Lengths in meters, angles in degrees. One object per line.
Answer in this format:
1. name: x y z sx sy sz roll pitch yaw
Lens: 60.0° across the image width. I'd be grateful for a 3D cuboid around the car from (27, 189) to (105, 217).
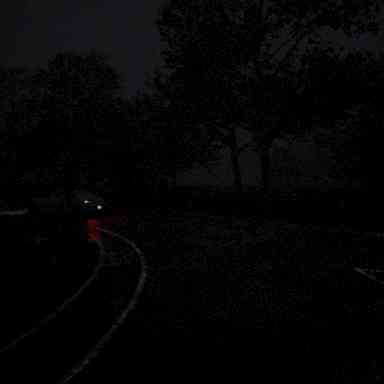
1. car: -7.149 0.550 18.904 4.674 1.442 1.812 1 2 23
